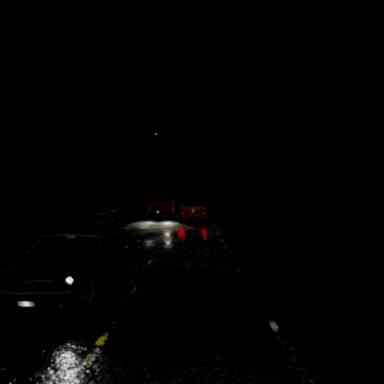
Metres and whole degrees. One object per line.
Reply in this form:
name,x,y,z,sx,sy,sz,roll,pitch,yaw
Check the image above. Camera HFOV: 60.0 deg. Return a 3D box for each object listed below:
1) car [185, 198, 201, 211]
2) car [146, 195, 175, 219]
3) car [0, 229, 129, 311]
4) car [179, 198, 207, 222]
car,0.126,1.528,42.410,1.882,1.535,5.008,0,0,0
car,-2.721,1.262,29.497,2.150,2.045,5.566,0,0,0
car,-2.837,1.610,7.892,1.895,1.301,4.718,0,0,0
car,0.096,1.385,26.734,2.097,1.767,4.553,0,0,0
